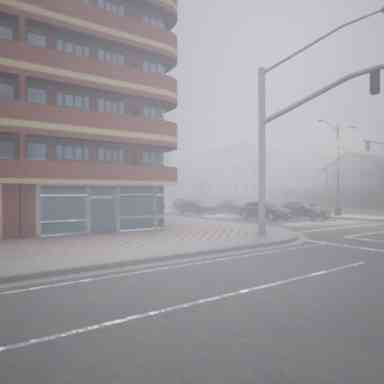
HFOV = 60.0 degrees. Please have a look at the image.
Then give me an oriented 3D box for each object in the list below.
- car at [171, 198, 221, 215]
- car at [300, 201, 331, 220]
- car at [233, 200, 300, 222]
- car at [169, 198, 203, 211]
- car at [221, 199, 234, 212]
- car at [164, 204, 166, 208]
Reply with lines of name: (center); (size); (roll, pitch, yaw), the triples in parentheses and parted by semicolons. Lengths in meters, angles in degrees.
car: (0.321, 1.537, 34.738); (2.033, 1.411, 5.357); (0, 0, -34)
car: (9.279, 1.516, 27.914); (1.812, 1.442, 4.674); (0, 0, -34)
car: (5.844, 1.497, 26.709); (1.837, 1.490, 4.892); (0, 0, -34)
car: (-0.839, 1.495, 42.595); (1.837, 1.490, 4.892); (0, 0, -35)
car: (4.344, 1.516, 35.085); (1.812, 1.442, 4.674); (0, 0, -34)
car: (-5.392, 1.539, 43.038); (2.033, 1.411, 5.357); (0, 0, -34)
